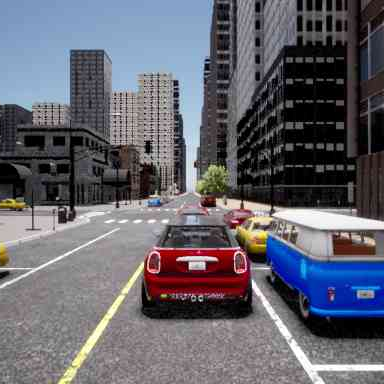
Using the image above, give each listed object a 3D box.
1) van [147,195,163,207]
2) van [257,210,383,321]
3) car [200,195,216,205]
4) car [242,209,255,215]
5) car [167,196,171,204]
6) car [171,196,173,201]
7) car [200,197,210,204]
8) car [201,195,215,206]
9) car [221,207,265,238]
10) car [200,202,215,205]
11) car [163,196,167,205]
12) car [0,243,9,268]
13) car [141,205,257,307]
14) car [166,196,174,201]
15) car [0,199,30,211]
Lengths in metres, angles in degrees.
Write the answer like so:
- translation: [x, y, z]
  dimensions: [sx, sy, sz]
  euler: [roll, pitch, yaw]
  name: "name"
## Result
- translation: [-5.760, 1.395, 50.690]
  dimensions: [1.690, 1.788, 3.998]
  euler: [0, 0, 0]
  name: "van"
- translation: [2.678, 1.341, 6.988]
  dimensions: [1.690, 1.788, 3.998]
  euler: [0, 0, 0]
  name: "van"
- translation: [2.619, 1.369, 50.703]
  dimensions: [2.192, 1.841, 5.009]
  euler: [0, 0, 0]
  name: "car"
- translation: [2.670, 1.527, 12.822]
  dimensions: [1.752, 1.417, 4.829]
  euler: [0, 0, 0]
  name: "car"
- translation: [-5.782, 1.529, 67.262]
  dimensions: [1.967, 1.590, 4.097]
  euler: [0, 0, 0]
  name: "car"
- translation: [-5.789, 1.654, 72.785]
  dimensions: [2.008, 1.369, 4.403]
  euler: [0, 0, 0]
  name: "car"
- translation: [2.599, 1.655, 67.275]
  dimensions: [1.947, 1.339, 4.313]
  euler: [0, 0, 0]
  name: "car"
- translation: [2.612, 1.380, 56.227]
  dimensions: [2.192, 1.841, 5.009]
  euler: [0, 0, 0]
  name: "car"
- translation: [2.663, 1.587, 18.315]
  dimensions: [1.802, 1.307, 4.206]
  euler: [0, 0, 0]
  name: "car"
- translation: [0.077, 1.482, 17.334]
  dimensions: [1.882, 1.535, 5.008]
  euler: [0, 0, 0]
  name: "car"
- translation: [-5.767, 1.505, 56.213]
  dimensions: [1.967, 1.590, 4.097]
  euler: [0, 0, 0]
  name: "car"
- translation: [-5.701, 1.525, 6.807]
  dimensions: [1.752, 1.417, 4.829]
  euler: [0, 0, 0]
  name: "car"
- translation: [0.088, 1.352, 8.127]
  dimensions: [2.097, 1.767, 4.553]
  euler: [0, 0, 0]
  name: "car"
- translation: [-5.811, 1.673, 89.187]
  dimensions: [1.752, 1.417, 4.829]
  euler: [0, 0, 0]
  name: "car"
- translation: [-21.460, 1.469, 38.500]
  dimensions: [4.829, 1.417, 1.752]
  euler: [0, 0, 0]
  name: "car"
